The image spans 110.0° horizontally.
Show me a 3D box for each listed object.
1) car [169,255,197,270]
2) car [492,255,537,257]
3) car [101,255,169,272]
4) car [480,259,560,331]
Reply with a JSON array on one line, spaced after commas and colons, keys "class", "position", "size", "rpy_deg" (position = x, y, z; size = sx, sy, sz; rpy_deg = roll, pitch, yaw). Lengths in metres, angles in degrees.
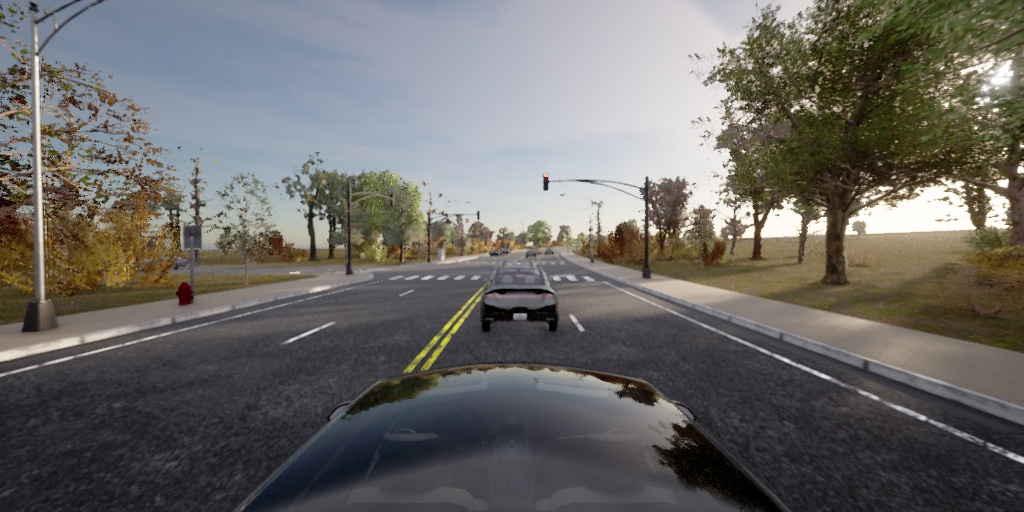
[{"class": "car", "position": [-34.016, 0.660, 35.822], "size": [4.674, 1.442, 1.812], "rpy_deg": [0, 1, 10]}, {"class": "car", "position": [0.265, 0.874, 15.385], "size": [2.128, 1.511, 4.902], "rpy_deg": [0, 2, 2]}, {"class": "car", "position": [-34.589, 0.669, 32.621], "size": [5.008, 1.535, 1.882], "rpy_deg": [0, 1, 10]}, {"class": "car", "position": [0.185, 1.018, 10.059], "size": [2.128, 1.511, 4.902], "rpy_deg": [0, 1, 0]}]
